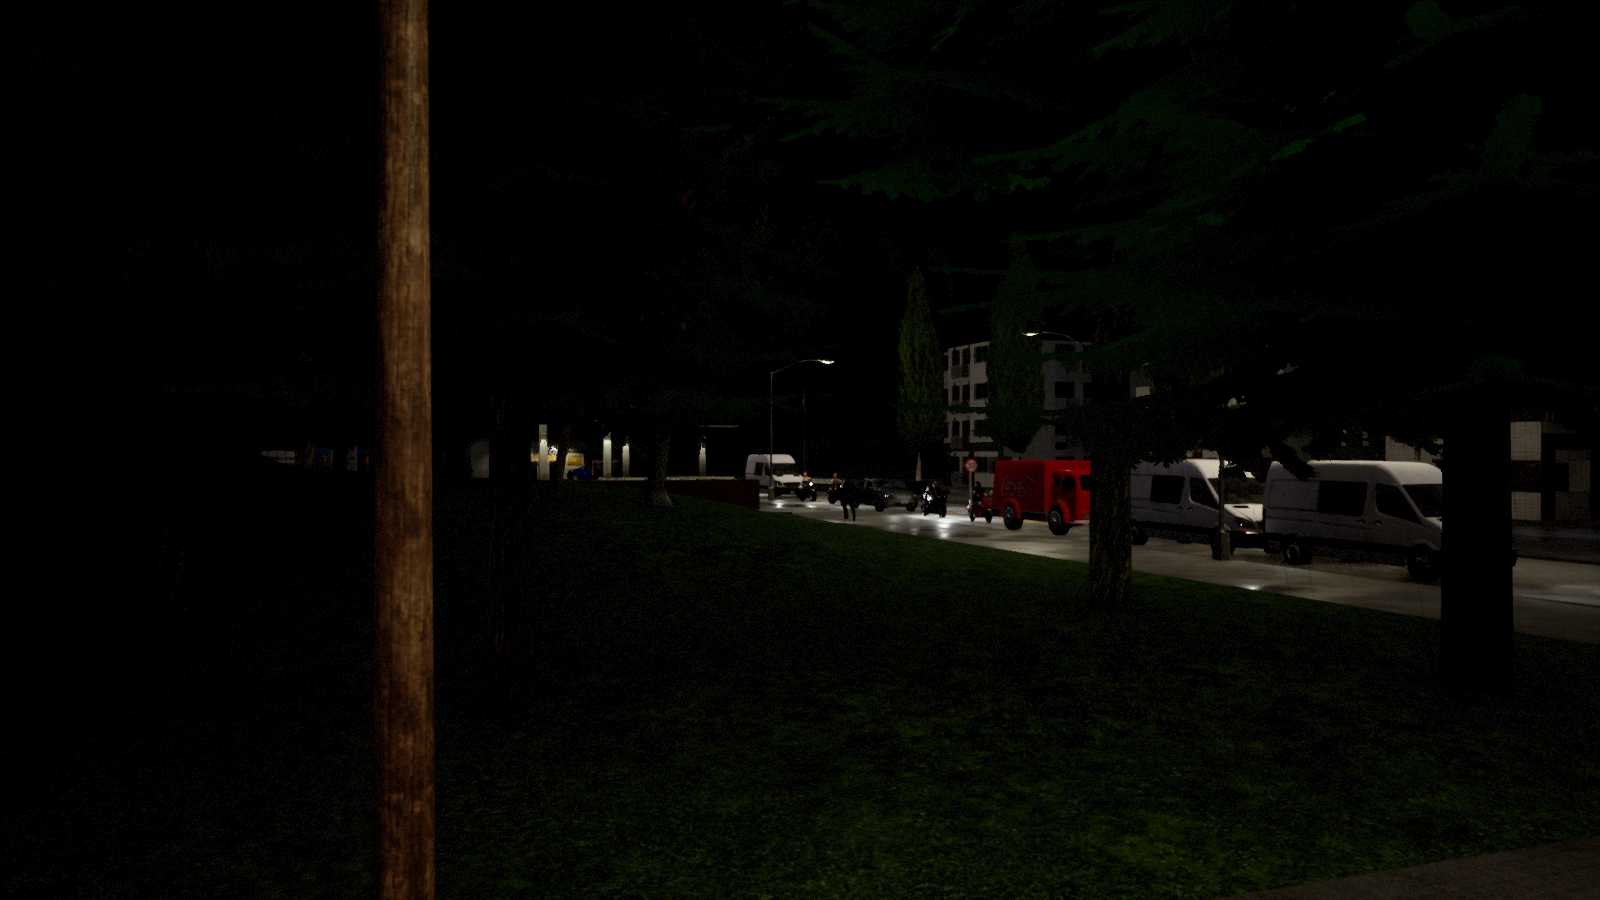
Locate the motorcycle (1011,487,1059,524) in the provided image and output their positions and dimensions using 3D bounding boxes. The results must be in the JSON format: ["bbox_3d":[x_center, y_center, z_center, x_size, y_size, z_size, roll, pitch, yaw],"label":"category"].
[{"bbox_3d":[8.397,1.970,40.853,0.856,1.236,1.805,0,0,-20],"label":"motorcycle"}]

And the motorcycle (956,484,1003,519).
[{"bbox_3d":[6.991,1.993,44.695,0.867,1.251,2.209,0,0,-20],"label":"motorcycle"}]

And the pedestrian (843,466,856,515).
[{"bbox_3d":[1.860,1.532,43.303,0.375,1.860,0.375,0,0,-21],"label":"pedestrian"}]

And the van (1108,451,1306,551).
[{"bbox_3d":[11.382,1.323,32.522,1.988,2.561,5.915,0,0,-20],"label":"van"}]

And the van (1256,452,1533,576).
[{"bbox_3d":[13.531,1.324,26.575,1.988,2.561,5.915,0,0,-20],"label":"van"}]

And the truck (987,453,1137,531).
[{"bbox_3d":[8.905,1.356,39.393,2.627,2.467,5.204,0,0,-20],"label":"truck"}]
